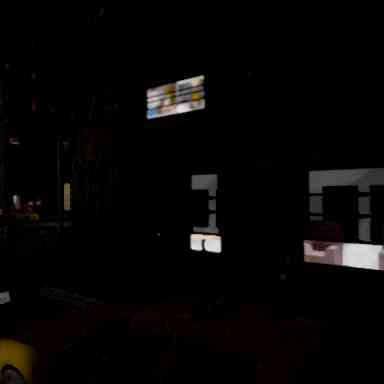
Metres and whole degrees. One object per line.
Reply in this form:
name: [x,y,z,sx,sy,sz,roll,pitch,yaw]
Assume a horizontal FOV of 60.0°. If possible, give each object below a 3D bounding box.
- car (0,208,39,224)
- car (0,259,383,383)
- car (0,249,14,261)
car: [-15.820,2.079,28.755,1.752,1.417,4.829,-2,-2,35]
car: [-0.025,1.538,2.891,4.829,1.417,1.752,-1,0,35]
car: [-4.521,1.625,6.081,4.313,1.339,1.947,-1,0,35]
